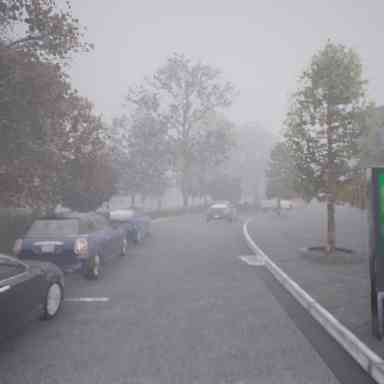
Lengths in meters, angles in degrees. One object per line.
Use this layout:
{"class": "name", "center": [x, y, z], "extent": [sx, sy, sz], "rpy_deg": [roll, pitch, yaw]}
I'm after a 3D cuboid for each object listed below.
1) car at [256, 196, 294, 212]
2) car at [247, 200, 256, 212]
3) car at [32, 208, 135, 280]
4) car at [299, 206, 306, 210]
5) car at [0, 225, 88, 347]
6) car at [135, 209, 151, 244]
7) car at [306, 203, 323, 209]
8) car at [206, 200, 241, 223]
{"class": "car", "center": [10.488, 1.397, 41.119], "extent": [2.150, 2.045, 5.566], "rpy_deg": [-4, -3, 37]}
{"class": "car", "center": [10.361, 1.916, 46.630], "extent": [2.231, 1.521, 4.892], "rpy_deg": [-4, -4, 42]}
{"class": "car", "center": [-3.406, 1.377, 10.181], "extent": [2.185, 1.767, 4.553], "rpy_deg": [-1, 0, 2]}
{"class": "car", "center": [14.470, 2.035, 50.426], "extent": [5.008, 1.535, 2.097], "rpy_deg": [1, -4, -40]}
{"class": "car", "center": [-3.405, 1.500, 4.472], "extent": [2.231, 1.521, 4.892], "rpy_deg": [0, 0, 2]}
{"class": "car", "center": [-3.167, 1.510, 15.883], "extent": [2.097, 1.535, 5.008], "rpy_deg": [0, 0, 2]}
{"class": "car", "center": [19.121, 2.106, 53.790], "extent": [4.892, 1.521, 2.231], "rpy_deg": [1, -4, -32]}
{"class": "car", "center": [2.341, 1.517, 25.424], "extent": [1.812, 1.442, 4.674], "rpy_deg": [-1, -1, 16]}
